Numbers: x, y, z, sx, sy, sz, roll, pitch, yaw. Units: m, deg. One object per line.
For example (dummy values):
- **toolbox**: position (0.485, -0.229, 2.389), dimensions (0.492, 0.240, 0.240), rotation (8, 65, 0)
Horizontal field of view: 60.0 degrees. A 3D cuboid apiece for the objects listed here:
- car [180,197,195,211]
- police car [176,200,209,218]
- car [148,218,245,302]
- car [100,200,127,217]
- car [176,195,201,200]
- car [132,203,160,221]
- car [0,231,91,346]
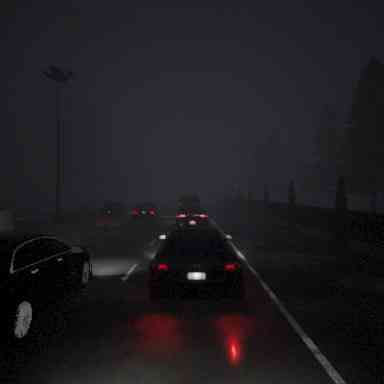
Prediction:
- **car**: position (-0.603, 1.493, 43.587), dimensions (1.801, 1.575, 5.366), rotation (0, 0, -1)
- **police car**: position (-0.019, 1.522, 20.855), dimensions (2.038, 1.542, 4.974), rotation (0, 0, -1)
- **car**: position (0.096, 1.571, 8.344), dimensions (1.994, 1.385, 4.181), rotation (0, 0, 0)
- **car**: position (-7.291, 1.518, 31.224), dimensions (2.128, 1.511, 4.902), rotation (0, 0, -2)
- **car**: position (-0.318, 1.252, 32.242), dimensions (2.150, 2.045, 5.566), rotation (0, 0, -2)
- **car**: position (-3.661, 1.571, 27.071), dimensions (2.033, 1.411, 5.357), rotation (0, 0, -2)
- **car**: position (-3.402, 1.511, 6.317), dimensions (1.837, 1.490, 4.892), rotation (0, 0, 0)
